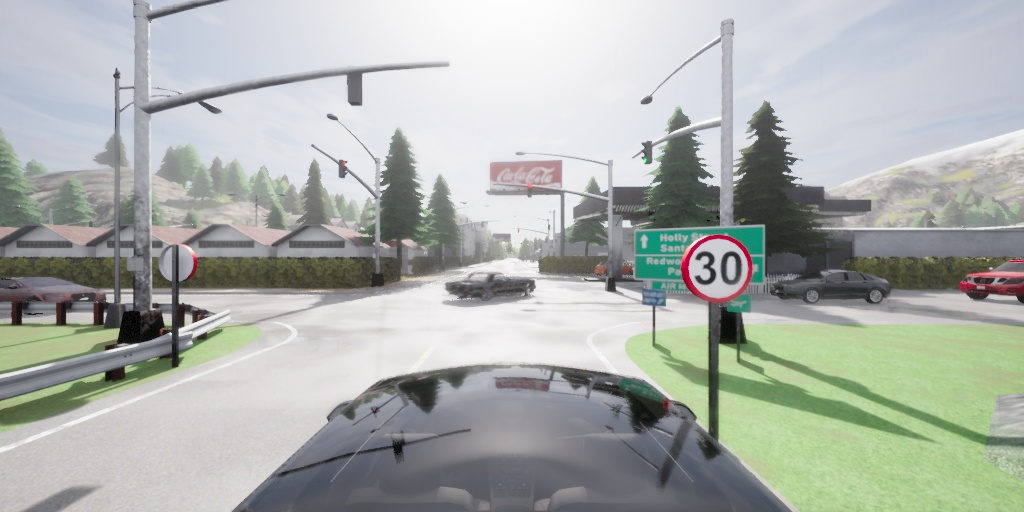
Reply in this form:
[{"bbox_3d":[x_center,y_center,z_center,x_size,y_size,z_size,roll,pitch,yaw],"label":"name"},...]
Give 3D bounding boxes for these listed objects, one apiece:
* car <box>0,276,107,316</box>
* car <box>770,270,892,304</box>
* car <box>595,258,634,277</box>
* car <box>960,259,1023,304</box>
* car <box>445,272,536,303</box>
[{"bbox_3d":[-18.660,1.504,13.996,4.181,1.385,1.994,0,0,1],"label":"car"},{"bbox_3d":[15.201,1.446,17.248,4.892,1.490,1.837,0,0,1],"label":"car"},{"bbox_3d":[11.271,1.292,38.473,4.553,1.767,2.097,0,0,-19],"label":"car"},{"bbox_3d":[25.171,1.162,17.117,5.566,2.045,2.150,0,0,0],"label":"car"},{"bbox_3d":[-0.880,1.438,17.590,1.895,1.301,4.718,0,0,41],"label":"car"}]
